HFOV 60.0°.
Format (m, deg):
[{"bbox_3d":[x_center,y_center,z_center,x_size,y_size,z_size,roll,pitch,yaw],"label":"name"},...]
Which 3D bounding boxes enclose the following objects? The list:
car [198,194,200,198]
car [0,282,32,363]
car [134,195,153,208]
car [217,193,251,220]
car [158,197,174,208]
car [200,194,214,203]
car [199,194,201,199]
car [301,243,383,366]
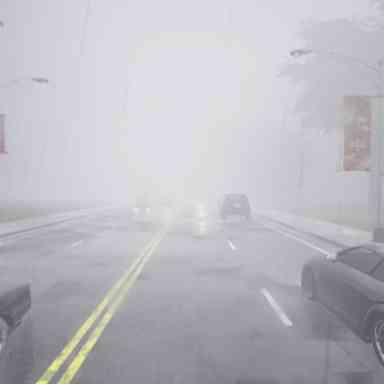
[{"bbox_3d":[3.262,1.354,87.363,1.882,1.535,5.008,0,0,0],"label":"car"},{"bbox_3d":[-3.349,1.589,2.806,1.895,1.301,4.718,0,0,0],"label":"car"},{"bbox_3d":[-6.574,1.207,45.326,2.097,1.767,4.553,0,0,0],"label":"car"},{"bbox_3d":[3.354,1.126,27.113,2.150,2.045,5.566,0,0,0],"label":"car"},{"bbox_3d":[-3.333,1.405,44.323,2.033,1.411,5.357,0,0,0],"label":"car"},{"bbox_3d":[3.259,1.342,65.387,2.163,1.488,4.792,0,0,0],"label":"car"},{"bbox_3d":[3.260,1.375,76.360,1.812,1.442,4.674,0,0,0],"label":"car"},{"bbox_3d":[3.350,1.542,5.549,1.994,1.385,4.181,0,0,0],"label":"car"}]
